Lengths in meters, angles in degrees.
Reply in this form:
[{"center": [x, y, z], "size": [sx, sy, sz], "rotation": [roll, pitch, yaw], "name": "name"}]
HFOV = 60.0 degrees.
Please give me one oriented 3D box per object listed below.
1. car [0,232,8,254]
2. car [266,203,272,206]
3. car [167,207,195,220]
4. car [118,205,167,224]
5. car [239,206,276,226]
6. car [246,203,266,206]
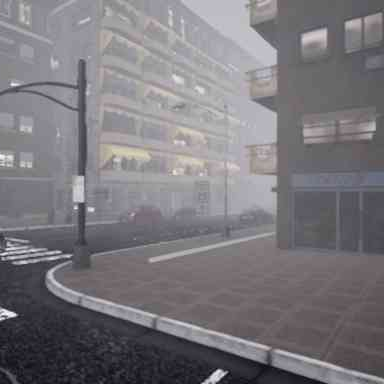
[{"center": [-8.308, 1.619, 11.358], "size": [1.812, 1.442, 4.674], "rotation": [0, -2, 0], "name": "car"}, {"center": [11.613, 2.480, 52.198], "size": [1.752, 1.417, 4.829], "rotation": [-1, -2, 35], "name": "car"}, {"center": [-1.244, 2.137, 33.699], "size": [1.802, 1.307, 4.206], "rotation": [-1, -2, 35], "name": "car"}, {"center": [-4.482, 1.894, 29.043], "size": [1.967, 1.590, 4.097], "rotation": [-1, -2, 35], "name": "car"}, {"center": [5.583, 2.139, 28.954], "size": [1.947, 1.339, 4.313], "rotation": [-1, -2, 35], "name": "car"}, {"center": [8.471, 2.402, 47.677], "size": [1.887, 1.381, 4.507], "rotation": [-1, -2, 35], "name": "car"}]
